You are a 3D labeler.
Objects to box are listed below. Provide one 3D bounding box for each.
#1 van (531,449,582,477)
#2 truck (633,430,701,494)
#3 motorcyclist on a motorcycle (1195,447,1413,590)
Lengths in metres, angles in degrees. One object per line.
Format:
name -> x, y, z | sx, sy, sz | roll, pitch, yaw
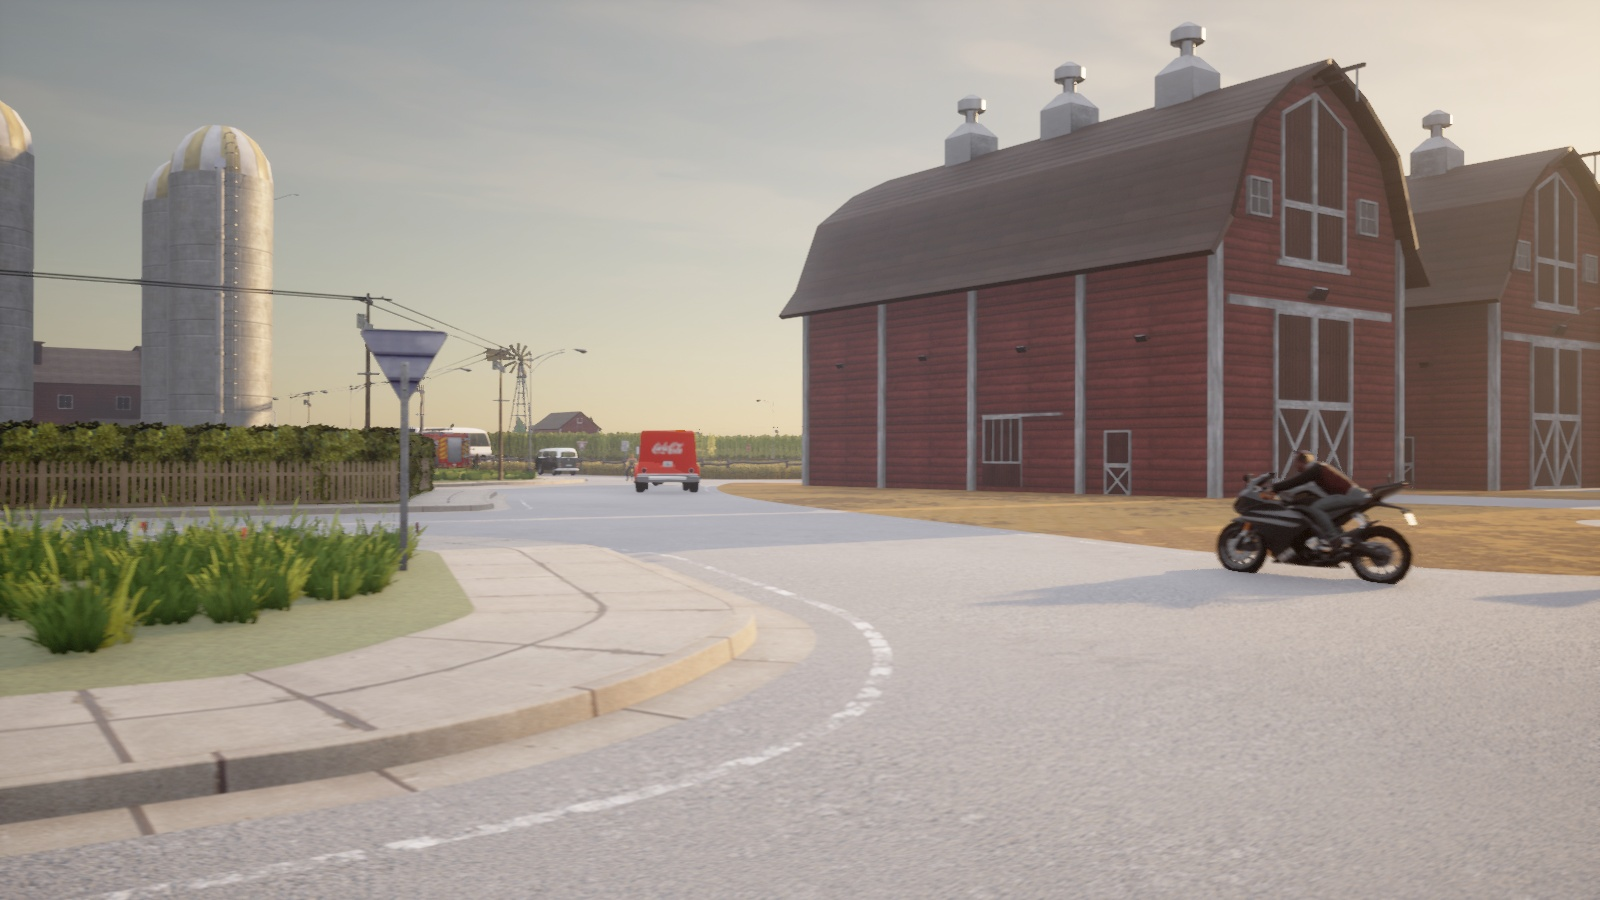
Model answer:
van -> -18.165, 0.935, 93.446 | 2.069, 2.038, 4.480 | 0, 0, -35
truck -> -5.491, 0.473, 51.262 | 2.627, 2.467, 5.204 | 0, 0, -7
motorcyclist on a motorcycle -> 5.894, 0.757, 14.752 | 2.191, 1.530, 0.866 | 1, 0, 36
